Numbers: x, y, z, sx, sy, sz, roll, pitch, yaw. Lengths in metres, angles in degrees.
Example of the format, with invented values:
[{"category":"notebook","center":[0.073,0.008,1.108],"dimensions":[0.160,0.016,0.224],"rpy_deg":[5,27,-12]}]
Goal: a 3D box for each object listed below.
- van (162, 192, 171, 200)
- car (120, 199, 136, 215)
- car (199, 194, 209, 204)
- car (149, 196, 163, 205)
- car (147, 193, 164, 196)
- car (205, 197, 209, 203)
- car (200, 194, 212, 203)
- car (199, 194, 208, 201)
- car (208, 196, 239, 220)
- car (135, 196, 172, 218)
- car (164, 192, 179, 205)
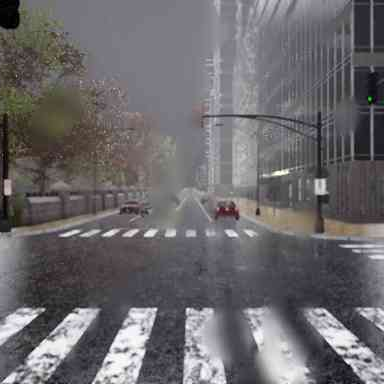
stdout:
[{"category":"van","center":[-5.948,0.979,77.687],"dimensions":[1.690,1.788,3.998],"rpy_deg":[0,0,0]},{"category":"car","center":[-5.796,1.408,32.223],"dimensions":[1.887,1.381,4.507],"rpy_deg":[0,0,0]},{"category":"car","center":[2.508,1.328,54.978],"dimensions":[1.947,1.339,4.313],"rpy_deg":[0,0,0]},{"category":"car","center":[-5.873,1.344,54.954],"dimensions":[1.802,1.307,4.206],"rpy_deg":[0,0,0]},{"category":"car","center":[-5.853,1.104,49.271],"dimensions":[2.192,1.841,5.009],"rpy_deg":[0,0,0]},{"category":"car","center":[2.585,1.429,32.254],"dimensions":[1.947,1.339,4.313],"rpy_deg":[0,0,0]},{"category":"car","center":[2.489,1.174,60.659],"dimensions":[1.967,1.590,4.097],"rpy_deg":[0,0,0]},{"category":"car","center":[2.450,1.196,72.195],"dimensions":[1.752,1.417,4.829],"rpy_deg":[0,0,0]},{"category":"car","center":[2.604,1.327,26.573],"dimensions":[1.967,1.590,4.097],"rpy_deg":[0,0,0]},{"category":"car","center":[-3.194,1.370,28.590],"dimensions":[2.128,1.511,4.902],"rpy_deg":[0,0,0]},{"category":"car","center":[-3.234,0.991,53.827],"dimensions":[2.150,2.045,5.566],"rpy_deg":[0,0,0]}]
